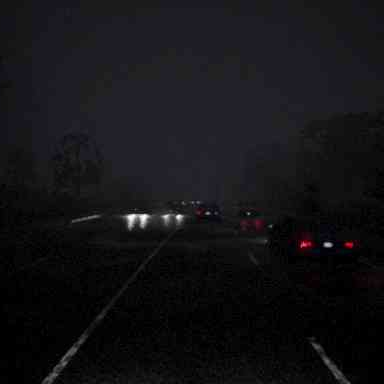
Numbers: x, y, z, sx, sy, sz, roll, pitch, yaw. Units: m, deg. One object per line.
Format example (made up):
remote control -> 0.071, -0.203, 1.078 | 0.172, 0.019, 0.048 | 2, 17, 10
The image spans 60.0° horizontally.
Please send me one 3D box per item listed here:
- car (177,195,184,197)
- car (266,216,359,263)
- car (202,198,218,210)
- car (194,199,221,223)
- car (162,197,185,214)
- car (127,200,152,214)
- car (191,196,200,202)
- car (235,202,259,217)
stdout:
car -> -2.709, 1.436, 75.698 | 1.895, 1.301, 4.718 | 0, 0, 4
car -> 3.967, 1.550, 11.900 | 2.033, 1.411, 5.357 | 0, 0, 3
car -> 2.336, 1.552, 42.967 | 1.994, 1.385, 4.181 | 0, 0, 4
car -> 1.261, 1.540, 25.847 | 2.033, 1.411, 5.357 | 0, 0, 4
car -> -1.869, 1.531, 35.056 | 2.033, 1.411, 5.357 | 0, 0, 4
car -> -5.398, 1.542, 34.646 | 1.994, 1.385, 4.181 | 0, 0, 4
car -> 0.838, 1.500, 76.330 | 1.994, 1.385, 4.181 | 0, 0, 4
car -> 5.113, 1.598, 31.406 | 1.895, 1.301, 4.718 | 0, 0, 4
